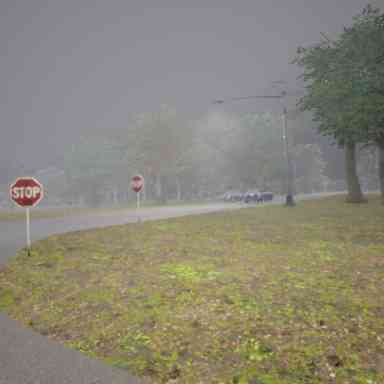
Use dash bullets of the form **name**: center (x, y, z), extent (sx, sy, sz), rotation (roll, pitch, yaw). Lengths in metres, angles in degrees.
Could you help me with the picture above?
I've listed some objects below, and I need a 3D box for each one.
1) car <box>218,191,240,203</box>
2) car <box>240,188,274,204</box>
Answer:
- **car**: center (5.535, 0.604, 47.451), extent (2.097, 1.767, 4.553), rotation (-4, -1, 34)
- **car**: center (7.825, 0.357, 38.406), extent (2.097, 1.767, 4.553), rotation (-4, -1, 34)
